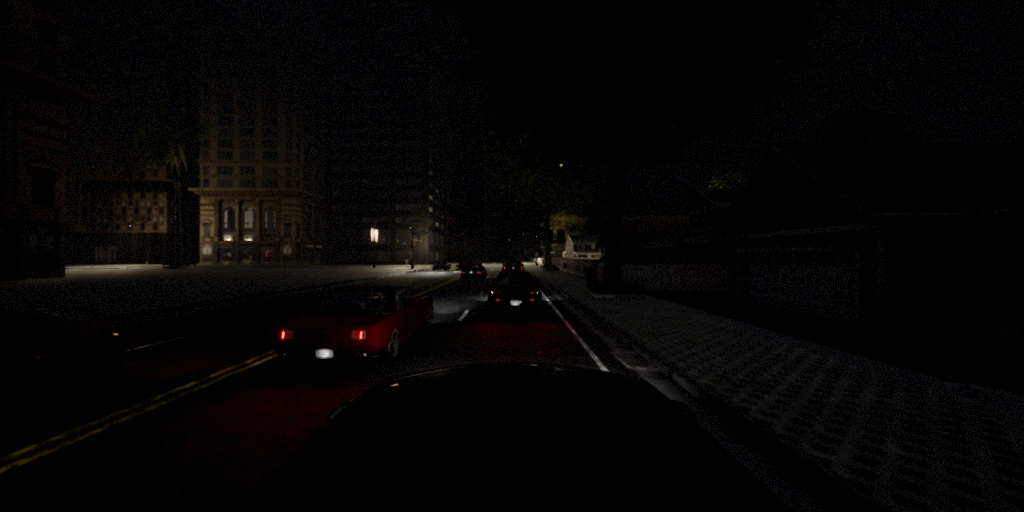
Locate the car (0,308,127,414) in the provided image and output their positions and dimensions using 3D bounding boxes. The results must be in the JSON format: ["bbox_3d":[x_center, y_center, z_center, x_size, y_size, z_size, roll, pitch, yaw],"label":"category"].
[{"bbox_3d":[-6.600,1.276,3.353,1.812,1.442,4.674,0,0,0],"label":"car"}]

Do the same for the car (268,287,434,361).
[{"bbox_3d":[-3.149,1.353,8.252,1.895,1.301,4.718,0,0,0],"label":"car"}]

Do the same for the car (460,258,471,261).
[{"bbox_3d":[-6.485,1.144,49.864,2.097,1.767,4.553,0,0,0],"label":"car"}]

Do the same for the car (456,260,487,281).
[{"bbox_3d":[-3.141,1.317,30.042,2.033,1.411,5.357,0,0,0],"label":"car"}]

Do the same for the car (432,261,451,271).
[{"bbox_3d":[-9.735,1.393,49.804,1.895,1.301,4.718,0,0,0],"label":"car"}]

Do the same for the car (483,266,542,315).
[{"bbox_3d":[0.092,1.281,13.424,1.812,1.442,4.674,0,0,0],"label":"car"}]

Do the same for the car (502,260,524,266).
[{"bbox_3d":[0.110,1.126,34.316,2.097,1.767,4.553,0,0,0],"label":"car"}]
